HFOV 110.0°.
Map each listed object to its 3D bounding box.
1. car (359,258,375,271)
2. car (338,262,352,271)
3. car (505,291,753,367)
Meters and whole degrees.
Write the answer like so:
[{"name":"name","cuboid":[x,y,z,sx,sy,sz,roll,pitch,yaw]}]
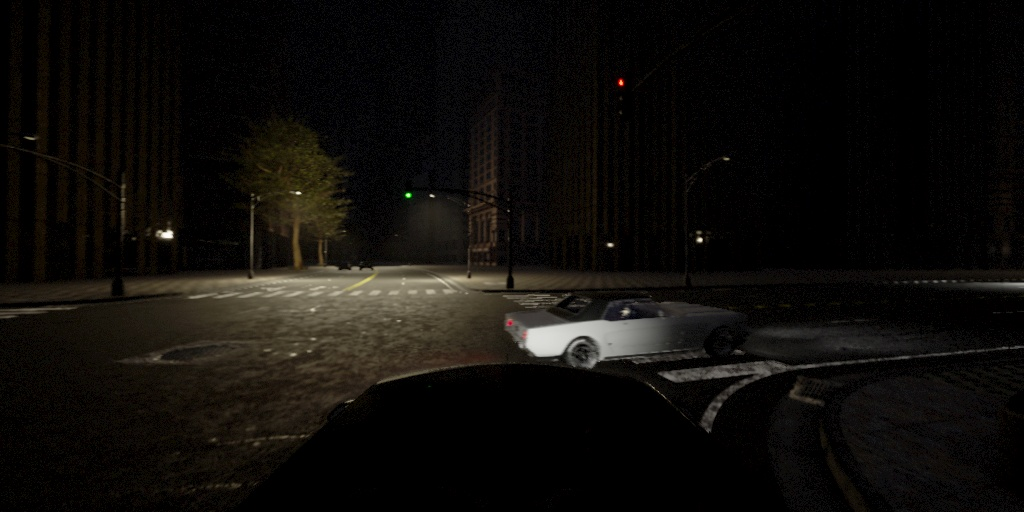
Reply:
[{"name":"car","cuboid":[-24.207,1.405,59.766,2.150,2.045,5.566,1,-1,-21]},{"name":"car","cuboid":[-27.248,1.702,58.610,2.033,1.411,5.357,1,-1,-21]},{"name":"car","cuboid":[2.330,1.380,7.367,4.718,1.301,1.895,-1,0,-13]}]
